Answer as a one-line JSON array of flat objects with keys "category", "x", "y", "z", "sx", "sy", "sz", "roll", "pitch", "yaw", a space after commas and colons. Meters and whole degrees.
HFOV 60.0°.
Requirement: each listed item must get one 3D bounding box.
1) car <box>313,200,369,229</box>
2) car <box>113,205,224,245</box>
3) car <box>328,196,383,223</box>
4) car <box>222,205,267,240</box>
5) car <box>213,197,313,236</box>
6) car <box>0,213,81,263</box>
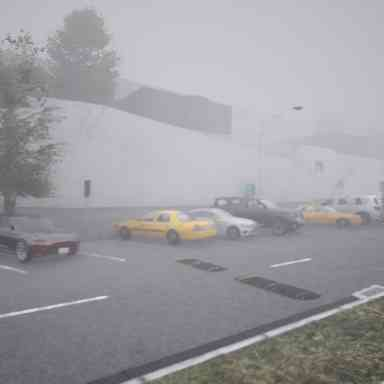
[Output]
[{"category": "car", "x": 8.667, "y": 1.548, "z": 22.542, "sx": 5.366, "sy": 1.575, "sz": 1.946, "roll": -1, "pitch": -1, "yaw": 34}, {"category": "car", "x": -1.422, "y": 1.534, "z": 15.770, "sx": 5.366, "sy": 1.575, "sz": 1.946, "roll": -1, "pitch": -1, "yaw": 35}, {"category": "car", "x": 10.934, "y": 1.295, "z": 24.405, "sx": 5.566, "sy": 2.045, "sz": 2.435, "roll": -1, "pitch": 0, "yaw": 34}, {"category": "car", "x": 1.177, "y": 1.586, "z": 17.417, "sx": 4.674, "sy": 1.452, "sz": 2.002, "roll": -1, "pitch": -1, "yaw": 34}, {"category": "car", "x": 3.651, "y": 1.305, "z": 19.149, "sx": 5.566, "sy": 2.045, "sz": 2.435, "roll": -1, "pitch": -1, "yaw": 35}, {"category": "car", "x": -6.131, "y": 1.534, "z": 12.170, "sx": 4.792, "sy": 1.488, "sz": 2.163, "roll": -1, "pitch": -1, "yaw": 34}]
